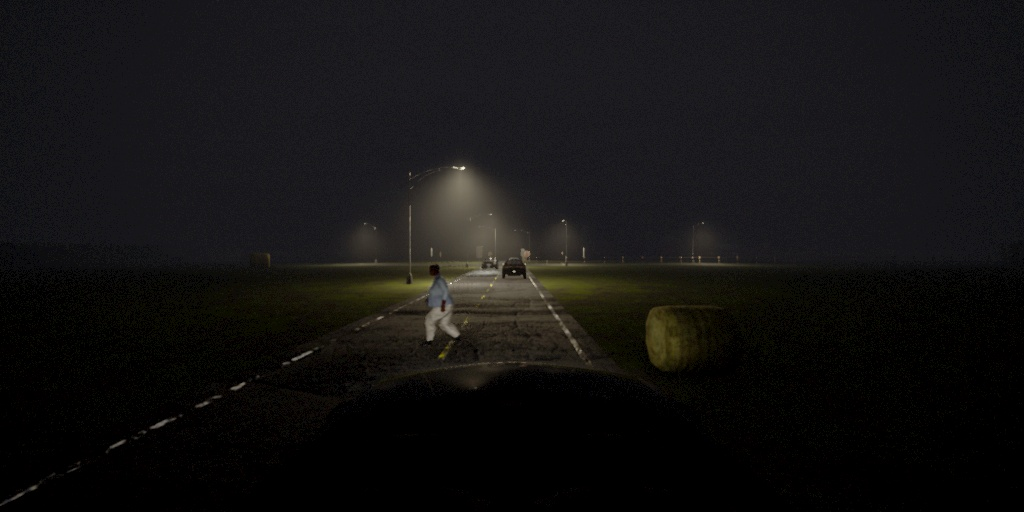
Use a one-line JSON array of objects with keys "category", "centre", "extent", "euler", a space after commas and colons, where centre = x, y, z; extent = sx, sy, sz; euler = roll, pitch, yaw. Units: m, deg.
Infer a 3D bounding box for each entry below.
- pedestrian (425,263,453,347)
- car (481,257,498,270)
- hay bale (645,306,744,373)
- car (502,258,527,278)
[{"category": "pedestrian", "centre": [-1.524, 0.996, 7.542], "extent": [0.375, 1.860, 0.375], "euler": [-1, 1, 1]}, {"category": "car", "centre": [-2.668, 0.914, 44.050], "extent": [2.128, 1.511, 4.902], "euler": [0, 0, 1]}, {"category": "hay bale", "centre": [3.140, 1.369, 6.347], "extent": [1.220, 1.180, 1.240], "euler": [0, 0, 0]}, {"category": "car", "centre": [0.190, 1.007, 30.016], "extent": [1.882, 1.535, 5.008], "euler": [0, 1, 1]}]
